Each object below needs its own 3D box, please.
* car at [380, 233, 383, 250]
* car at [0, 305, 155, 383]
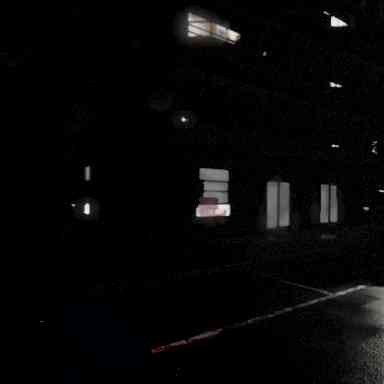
[{"bbox_3d":[9.153,1.631,13.035,4.313,1.339,1.947,0,1,-35],"label":"car"},{"bbox_3d":[-2.544,1.471,1.564,5.008,1.535,1.882,1,0,-35],"label":"car"}]
